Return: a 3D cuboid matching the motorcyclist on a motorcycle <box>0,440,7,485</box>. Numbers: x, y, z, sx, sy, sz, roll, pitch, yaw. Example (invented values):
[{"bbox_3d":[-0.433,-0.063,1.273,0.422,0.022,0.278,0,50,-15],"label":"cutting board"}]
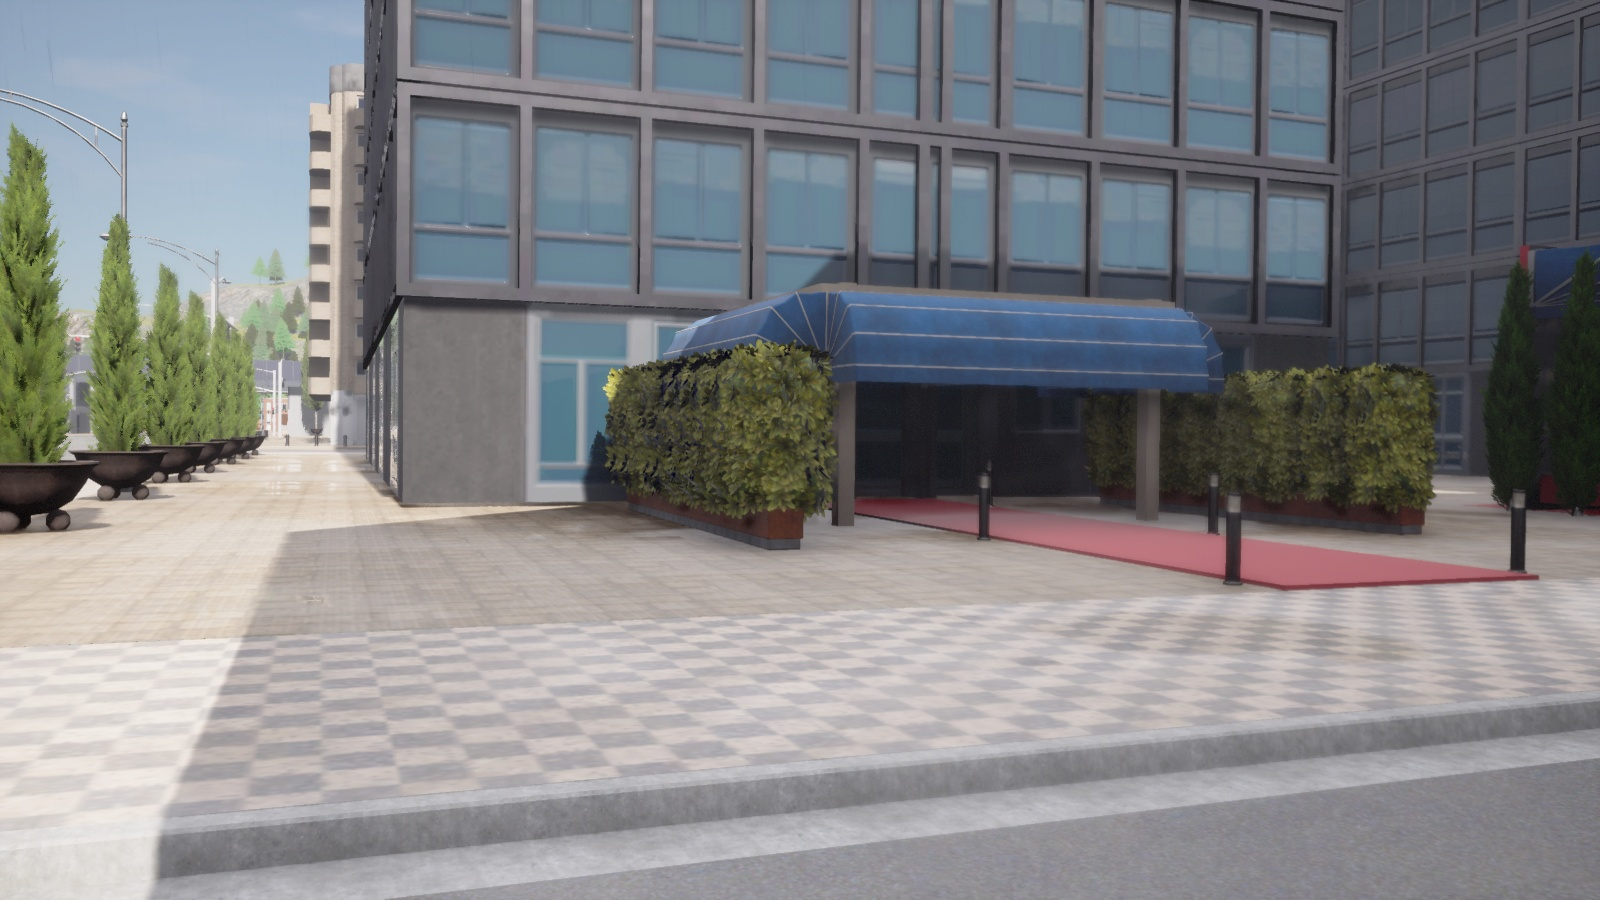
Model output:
[{"bbox_3d":[-27.914,0.435,42.985,0.866,1.530,2.191,-1,1,-20],"label":"motorcyclist on a motorcycle"}]
